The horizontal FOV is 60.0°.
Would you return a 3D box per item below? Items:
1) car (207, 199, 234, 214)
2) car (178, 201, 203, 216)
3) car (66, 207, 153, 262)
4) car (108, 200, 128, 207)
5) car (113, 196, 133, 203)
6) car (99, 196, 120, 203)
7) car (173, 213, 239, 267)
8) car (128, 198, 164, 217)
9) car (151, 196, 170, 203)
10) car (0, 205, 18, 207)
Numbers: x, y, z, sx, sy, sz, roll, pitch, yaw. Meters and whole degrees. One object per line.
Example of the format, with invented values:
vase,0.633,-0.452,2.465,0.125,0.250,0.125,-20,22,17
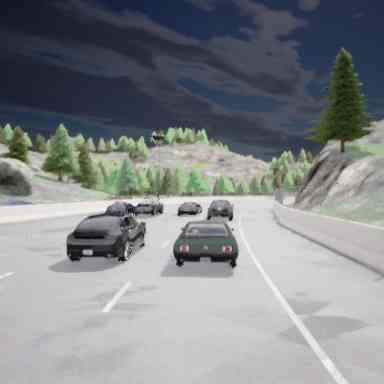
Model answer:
car,2.572,1.428,28.962,2.097,1.767,4.553,0,0,9
car,-0.141,1.642,33.823,1.994,1.385,4.181,0,0,11
car,-2.907,1.524,12.228,1.837,1.490,4.892,0,0,4
car,-7.189,1.616,34.158,1.994,1.385,4.181,0,0,10
car,-14.968,1.582,72.310,1.882,1.535,5.008,0,0,20
car,-18.213,1.617,73.623,2.128,1.511,4.902,0,0,20
car,0.530,1.630,11.566,1.895,1.301,4.718,0,0,4
car,-4.021,1.551,32.009,2.128,1.511,4.902,0,0,10
car,-6.926,1.676,73.748,2.033,1.411,5.357,0,0,20
car,-18.174,1.485,33.255,1.882,1.535,5.008,0,0,10
